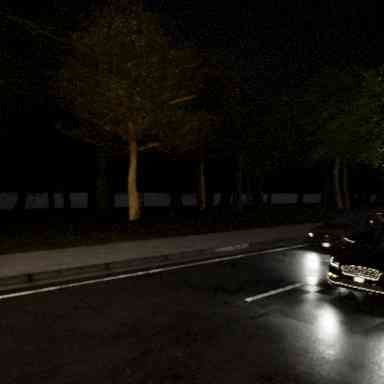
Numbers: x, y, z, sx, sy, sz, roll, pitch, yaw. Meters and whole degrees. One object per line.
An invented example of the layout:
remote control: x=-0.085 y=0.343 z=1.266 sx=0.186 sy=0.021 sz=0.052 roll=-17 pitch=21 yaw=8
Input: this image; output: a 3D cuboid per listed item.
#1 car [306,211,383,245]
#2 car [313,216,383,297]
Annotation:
car: x=6.905 y=1.521 z=13.628 sx=5.357 sy=1.411 sz=2.033 roll=0 pitch=0 yaw=-39
car: x=5.211 y=1.494 z=8.114 sx=4.892 sy=1.490 sz=1.837 roll=0 pitch=0 yaw=-39
